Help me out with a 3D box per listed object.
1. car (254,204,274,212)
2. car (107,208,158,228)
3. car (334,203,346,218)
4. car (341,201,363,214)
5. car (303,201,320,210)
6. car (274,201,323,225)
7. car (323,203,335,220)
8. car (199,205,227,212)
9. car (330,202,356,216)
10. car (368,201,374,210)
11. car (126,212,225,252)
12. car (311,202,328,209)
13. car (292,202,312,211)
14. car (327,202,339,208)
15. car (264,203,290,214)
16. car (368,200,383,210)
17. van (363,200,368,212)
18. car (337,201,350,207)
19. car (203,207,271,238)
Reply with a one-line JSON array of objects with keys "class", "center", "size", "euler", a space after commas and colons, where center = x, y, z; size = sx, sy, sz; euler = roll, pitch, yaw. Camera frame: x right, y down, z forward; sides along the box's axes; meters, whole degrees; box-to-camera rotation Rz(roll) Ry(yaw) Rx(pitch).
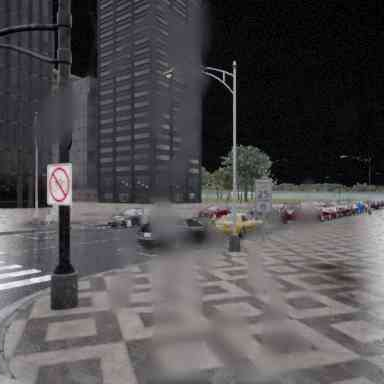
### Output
[{"class": "car", "center": [8.881, 2.210, 42.804], "size": [2.008, 1.369, 4.403], "euler": [-1, -2, 35]}, {"class": "car", "center": [-4.219, 1.842, 24.421], "size": [2.008, 1.369, 4.403], "euler": [-1, -1, 35]}, {"class": "car", "center": [15.823, 2.246, 37.856], "size": [1.802, 1.307, 4.206], "euler": [-1, -2, 36]}, {"class": "car", "center": [22.370, 2.294, 47.046], "size": [1.967, 1.590, 4.097], "euler": [-1, -2, 35]}, {"class": "car", "center": [21.982, 2.476, 61.189], "size": [1.967, 1.590, 4.097], "euler": [-1, -2, 35]}, {"class": "car", "center": [9.268, 1.791, 28.665], "size": [2.192, 1.841, 5.009], "euler": [-1, -2, 35]}, {"class": "car", "center": [12.544, 2.114, 33.255], "size": [1.887, 1.381, 4.507], "euler": [-1, -2, 35]}, {"class": "car", "center": [2.331, 2.016, 33.613], "size": [1.887, 1.381, 4.507], "euler": [-1, -2, 35]}, {"class": "car", "center": [19.095, 2.304, 42.447], "size": [1.887, 1.381, 4.507], "euler": [-1, -2, 35]}, {"class": "car", "center": [28.922, 2.592, 56.235], "size": [2.008, 1.369, 4.403], "euler": [-1, -2, 35]}, {"class": "car", "center": [-0.557, 1.775, 14.872], "size": [1.947, 1.339, 4.313], "euler": [-1, -2, 35]}, {"class": "car", "center": [25.258, 2.673, 65.783], "size": [1.887, 1.381, 4.507], "euler": [-1, -2, 35]}, {"class": "car", "center": [18.707, 2.494, 56.591], "size": [2.008, 1.369, 4.403], "euler": [-1, -2, 35]}, {"class": "car", "center": [31.809, 2.891, 74.974], "size": [1.802, 1.307, 4.206], "euler": [-1, -2, 35]}, {"class": "car", "center": [12.156, 2.305, 47.399], "size": [2.008, 1.369, 4.403], "euler": [-1, -2, 35]}, {"class": "car", "center": [35.473, 2.539, 65.433], "size": [2.192, 1.841, 5.009], "euler": [-1, -2, 35]}, {"class": "van", "center": [25.646, 2.289, 51.644], "size": [1.690, 1.788, 3.998], "euler": [-1, -2, 35]}, {"class": "car", "center": [38.360, 3.037, 84.166], "size": [2.008, 1.369, 4.403], "euler": [-1, -1, 35]}, {"class": "car", "center": [2.816, 1.824, 19.606], "size": [1.752, 1.417, 4.829], "euler": [-1, -2, 35]}]
